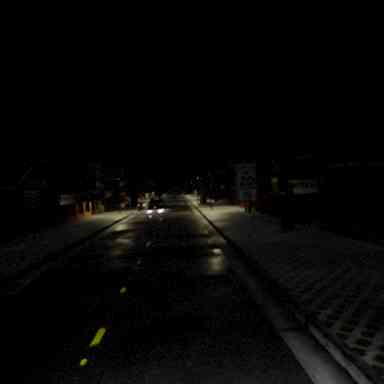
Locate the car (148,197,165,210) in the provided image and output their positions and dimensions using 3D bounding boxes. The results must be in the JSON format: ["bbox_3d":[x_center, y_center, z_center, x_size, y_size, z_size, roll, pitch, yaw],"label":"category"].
[{"bbox_3d":[-4.377,1.323,41.042,2.033,1.411,5.357,-3,1,-2],"label":"car"}]
